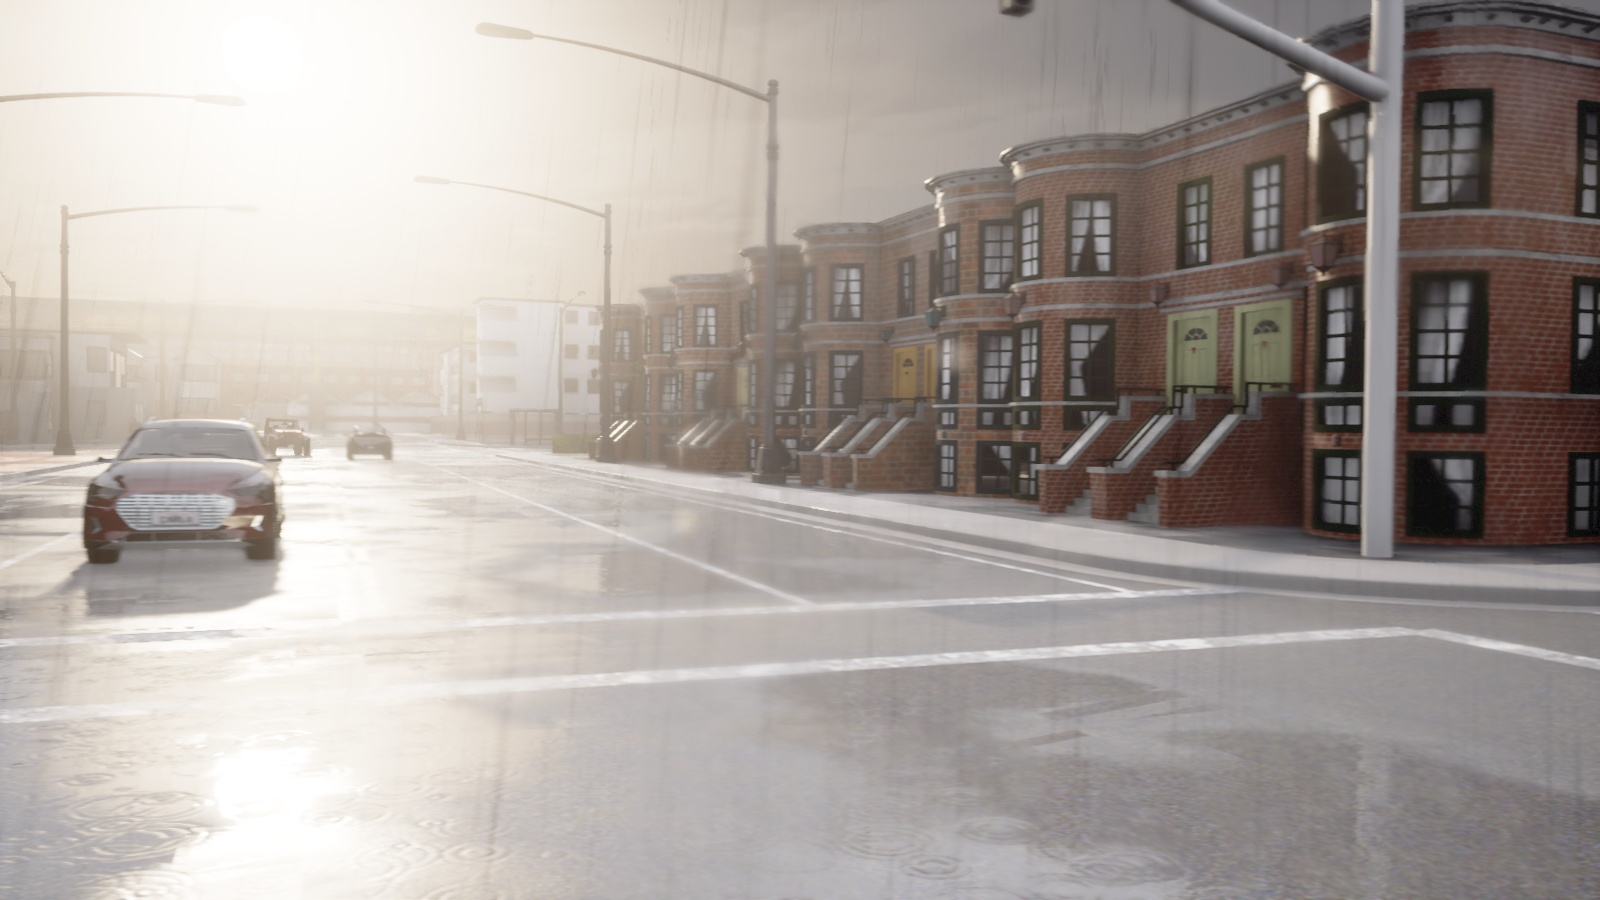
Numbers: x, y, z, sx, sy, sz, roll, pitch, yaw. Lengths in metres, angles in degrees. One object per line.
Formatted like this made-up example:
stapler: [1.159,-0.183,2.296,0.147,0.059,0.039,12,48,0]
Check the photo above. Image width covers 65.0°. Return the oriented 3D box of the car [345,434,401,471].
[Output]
car: [-18.836,0.059,55.215,2.128,1.511,4.902,-1,1,-21]

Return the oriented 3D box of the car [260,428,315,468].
car: [-24.951,-0.125,61.047,1.905,1.878,3.866,-1,1,-31]

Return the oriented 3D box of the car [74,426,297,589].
car: [-7.358,0.555,15.520,2.033,1.649,4.856,-1,1,-21]

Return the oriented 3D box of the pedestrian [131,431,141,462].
pedestrian: [-39.064,-0.197,73.881,0.431,1.840,0.703,-1,1,-26]
